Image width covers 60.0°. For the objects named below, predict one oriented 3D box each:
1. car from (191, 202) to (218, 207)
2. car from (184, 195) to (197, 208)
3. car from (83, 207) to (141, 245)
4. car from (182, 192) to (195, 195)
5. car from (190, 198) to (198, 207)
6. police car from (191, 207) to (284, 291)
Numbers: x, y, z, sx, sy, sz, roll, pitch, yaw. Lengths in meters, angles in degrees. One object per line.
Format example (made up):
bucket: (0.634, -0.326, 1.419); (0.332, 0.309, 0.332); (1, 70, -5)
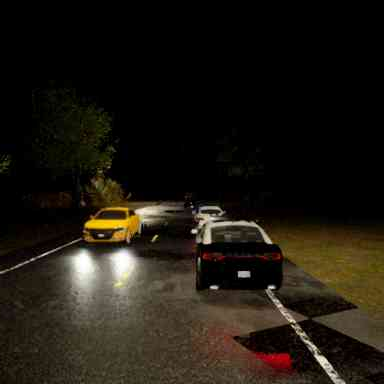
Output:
car: (0.983, 1.519, 19.065); (1.812, 1.442, 4.674); (0, 0, 0)
car: (-0.139, 1.507, 46.014); (2.033, 1.411, 5.357); (0, 0, 0)
car: (-3.656, 1.473, 15.856); (1.882, 1.535, 5.008); (0, 0, 0)
car: (-0.224, 1.148, 63.466); (2.150, 2.045, 5.566); (0, 0, 0)
car: (0.960, 1.466, 25.064); (1.882, 1.535, 5.008); (0, 0, 0)
police car: (1.020, 1.423, 9.174); (1.930, 1.638, 5.238); (0, 0, 0)
